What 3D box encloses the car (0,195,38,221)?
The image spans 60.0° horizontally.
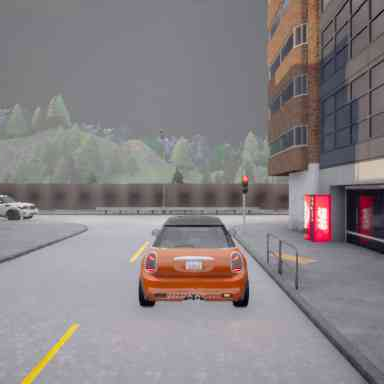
[{"bbox_3d":[-15.192,1.222,26.294,5.566,2.045,2.150,0,0,3],"label":"car"}]

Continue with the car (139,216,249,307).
[{"bbox_3d":[0.045,1.352,8.155,2.097,1.767,4.553,0,0,0],"label":"car"}]
